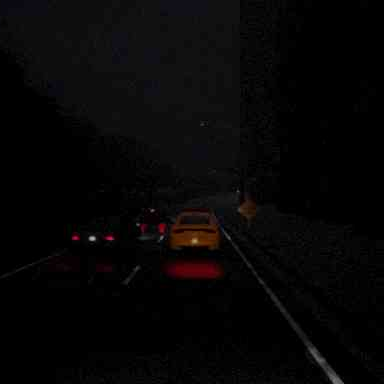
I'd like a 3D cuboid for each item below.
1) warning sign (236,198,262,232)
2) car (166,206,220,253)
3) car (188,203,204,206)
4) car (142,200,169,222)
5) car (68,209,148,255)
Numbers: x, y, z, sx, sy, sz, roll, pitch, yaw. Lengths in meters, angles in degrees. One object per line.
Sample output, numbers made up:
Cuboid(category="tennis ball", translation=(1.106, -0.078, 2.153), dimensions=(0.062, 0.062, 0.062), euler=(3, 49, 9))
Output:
Cuboid(category="warning sign", translation=(3.241, 1.270, 18.895), dimensions=(1.300, 1.860, 1.060), euler=(0, 0, 1))
Cuboid(category="car", translation=(0.134, 1.599, 14.337), dimensions=(1.882, 1.535, 5.008), euler=(0, 0, 1))
Cuboid(category="car", translation=(0.352, 1.693, 29.282), dimensions=(1.882, 1.535, 5.008), euler=(0, 0, 2))
Cuboid(category="car", translation=(-3.160, 1.562, 28.954), dimensions=(2.097, 1.767, 4.553), euler=(0, -1, 1))
Cuboid(category="car", translation=(-3.376, 1.664, 13.885), dimensions=(2.033, 1.411, 5.357), euler=(0, 0, 1))
